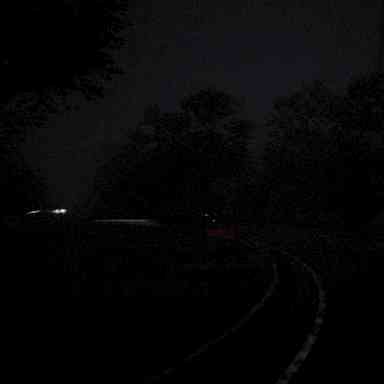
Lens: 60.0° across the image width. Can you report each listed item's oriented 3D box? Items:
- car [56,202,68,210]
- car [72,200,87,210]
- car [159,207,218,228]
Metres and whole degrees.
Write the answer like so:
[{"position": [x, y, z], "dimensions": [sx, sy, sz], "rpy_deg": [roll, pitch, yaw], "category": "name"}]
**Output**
[{"position": [-26.069, 2.778, 66.699], "dimensions": [2.128, 1.511, 4.902], "rpy_deg": [0, -1, -15], "category": "car"}, {"position": [-21.220, 2.668, 62.166], "dimensions": [1.812, 1.442, 4.674], "rpy_deg": [0, -1, -15], "category": "car"}, {"position": [-0.348, 1.865, 25.057], "dimensions": [4.902, 1.511, 2.128], "rpy_deg": [-1, -1, 39], "category": "car"}]
